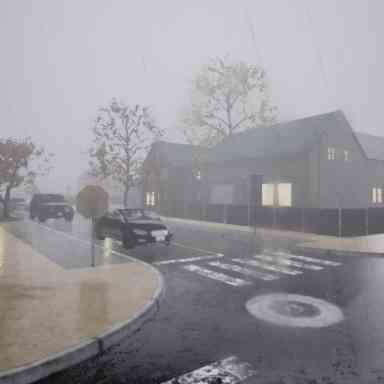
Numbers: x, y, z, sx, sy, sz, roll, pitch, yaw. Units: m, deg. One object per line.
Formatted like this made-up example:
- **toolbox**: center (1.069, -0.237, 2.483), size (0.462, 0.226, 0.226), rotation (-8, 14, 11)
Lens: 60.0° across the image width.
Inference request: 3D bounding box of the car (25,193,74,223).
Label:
- **car**: center (-10.736, 1.126, 25.169), size (2.150, 2.045, 5.566), rotation (1, 1, -36)

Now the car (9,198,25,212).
- **car**: center (-18.967, 1.397, 36.226), size (1.812, 1.442, 4.674), rotation (1, 0, -37)

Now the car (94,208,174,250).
- **car**: center (-2.627, 1.445, 14.295), size (2.128, 1.511, 4.902), rotation (1, 0, -37)
